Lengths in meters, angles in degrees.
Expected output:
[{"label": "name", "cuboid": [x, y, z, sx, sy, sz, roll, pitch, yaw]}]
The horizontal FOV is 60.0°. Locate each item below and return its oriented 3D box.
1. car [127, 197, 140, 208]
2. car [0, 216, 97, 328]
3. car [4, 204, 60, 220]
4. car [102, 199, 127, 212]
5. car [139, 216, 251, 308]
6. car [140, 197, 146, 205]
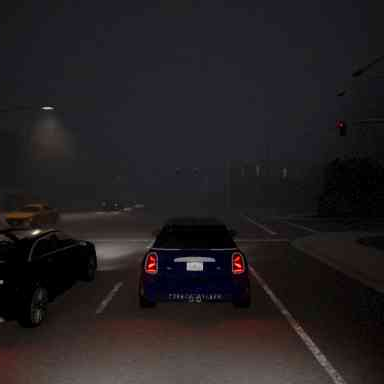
[{"label": "car", "cuboid": [-10.692, 1.873, 55.831, 2.128, 1.511, 4.902, 0, 1, 0]}, {"label": "car", "cuboid": [-3.448, 1.503, 6.971, 2.128, 1.511, 4.902, 0, 0, 0]}, {"label": "car", "cuboid": [-10.644, 1.595, 22.468, 1.882, 1.535, 5.008, 0, -1, 0]}, {"label": "car", "cuboid": [-10.683, 1.692, 44.948, 2.097, 1.767, 4.553, 0, 0, 0]}, {"label": "car", "cuboid": [0.057, 1.364, 8.112, 2.097, 1.767, 4.553, 0, 0, 0]}, {"label": "car", "cuboid": [-10.636, 1.757, 68.658, 2.128, 1.511, 4.902, 0, 1, 0]}]
